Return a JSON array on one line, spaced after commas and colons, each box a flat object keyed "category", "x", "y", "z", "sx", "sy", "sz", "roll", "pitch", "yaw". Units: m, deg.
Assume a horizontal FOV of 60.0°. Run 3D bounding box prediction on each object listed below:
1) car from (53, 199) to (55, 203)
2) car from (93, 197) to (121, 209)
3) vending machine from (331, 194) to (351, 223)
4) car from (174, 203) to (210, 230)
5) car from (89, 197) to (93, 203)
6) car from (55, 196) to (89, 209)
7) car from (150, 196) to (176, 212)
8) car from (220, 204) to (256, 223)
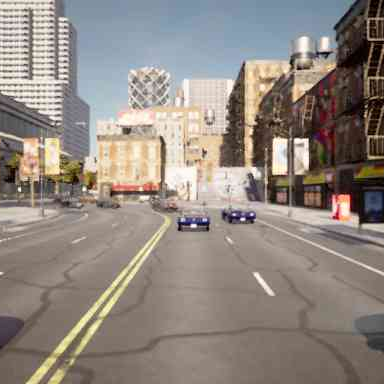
[{"category": "car", "x": -25.784, "y": 1.487, "z": 66.982, "sx": 4.674, "sy": 1.452, "sz": 2.002, "roll": 0, "pitch": 0, "yaw": 20}, {"category": "car", "x": -11.127, "y": 1.543, "z": 44.326, "sx": 1.994, "sy": 1.385, "sz": 4.181, "roll": 0, "pitch": 0, "yaw": -39}, {"category": "vending machine", "x": 10.865, "y": 1.186, "z": 24.272, "sx": 1.100, "sy": 2.100, "sz": 0.880, "roll": 0, "pitch": 0, "yaw": -1}, {"category": "car", "x": 0.053, "y": 1.591, "z": 20.815, "sx": 1.895, "sy": 1.301, "sz": 4.718, "roll": 0, "pitch": 0, "yaw": -1}, {"category": "car", "x": -20.480, "y": 1.564, "z": 64.814, "sx": 4.718, "sy": 1.301, "sz": 1.895, "roll": 0, "pitch": 0, "yaw": 30}, {"category": "car", "x": -16.369, "y": 1.504, "z": 45.094, "sx": 4.674, "sy": 1.442, "sz": 1.812, "roll": 0, "pitch": 0, "yaw": 44}, {"category": "car", "x": -3.331, "y": 1.530, "z": 38.745, "sx": 2.033, "sy": 1.411, "sz": 5.357, "roll": 0, "pitch": 0, "yaw": -24}, {"category": "car", "x": 3.360, "y": 1.590, "z": 25.138, "sx": 1.895, "sy": 1.301, "sz": 4.718, "roll": 0, "pitch": 0, "yaw": -4}]
